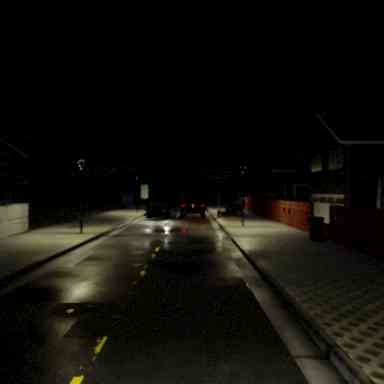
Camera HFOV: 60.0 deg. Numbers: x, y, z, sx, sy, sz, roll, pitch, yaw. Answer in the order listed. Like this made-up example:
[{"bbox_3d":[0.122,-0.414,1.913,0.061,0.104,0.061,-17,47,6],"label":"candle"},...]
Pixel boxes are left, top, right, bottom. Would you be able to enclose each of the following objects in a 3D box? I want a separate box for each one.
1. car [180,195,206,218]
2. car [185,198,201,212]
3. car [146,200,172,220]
[{"bbox_3d":[0.095,1.259,30.308,2.150,2.045,5.566,0,0,0],"label":"car"},{"bbox_3d":[0.095,1.546,40.951,1.837,1.490,4.892,0,0,0],"label":"car"},{"bbox_3d":[-2.847,1.514,29.120,1.882,1.535,5.008,0,0,0],"label":"car"}]
